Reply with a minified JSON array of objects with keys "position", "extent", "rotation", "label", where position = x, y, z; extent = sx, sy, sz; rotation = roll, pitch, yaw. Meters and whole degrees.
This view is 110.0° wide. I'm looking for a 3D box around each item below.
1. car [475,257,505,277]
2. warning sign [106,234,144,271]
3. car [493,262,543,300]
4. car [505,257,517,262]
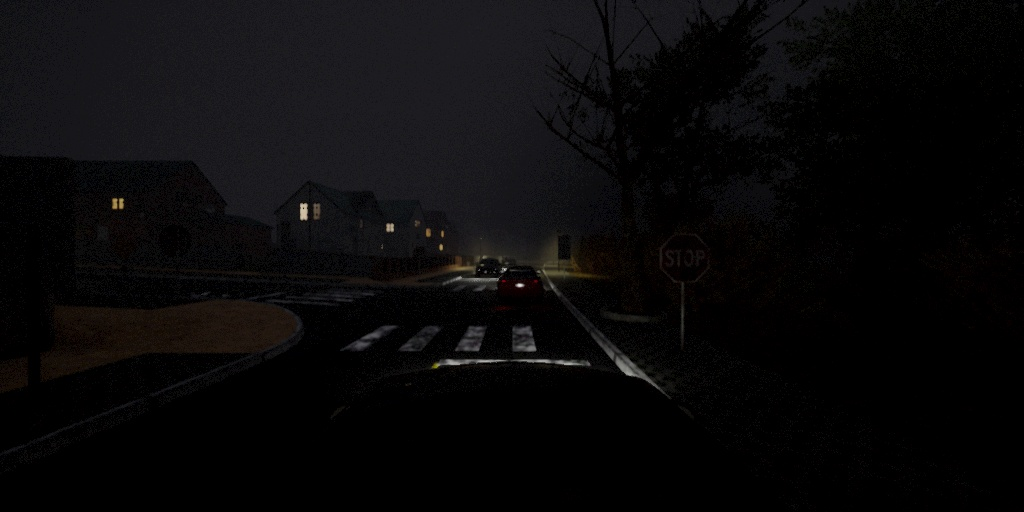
[{"position":[-1.916,0.958,30.260],"extent":[1.837,1.490,4.892],"rotation":[0,1,4],"label":"car"},{"position":[-19.831,-0.186,18.336],"extent":[1.060,1.860,1.300],"rotation":[0,0,0],"label":"warning sign"},{"position":[0.387,1.149,16.597],"extent":[1.994,1.385,4.181],"rotation":[0,1,2],"label":"car"},{"position":[-0.379,0.828,49.549],"extent":[2.128,1.511,4.902],"rotation":[0,0,6],"label":"car"}]
